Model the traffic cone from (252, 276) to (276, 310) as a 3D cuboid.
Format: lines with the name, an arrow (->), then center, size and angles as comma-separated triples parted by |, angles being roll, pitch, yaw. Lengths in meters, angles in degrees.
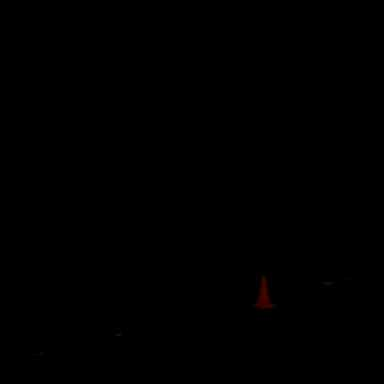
traffic cone -> 1.407, 1.933, 6.510 | 0.340, 0.580, 0.340 | 0, 0, -33
